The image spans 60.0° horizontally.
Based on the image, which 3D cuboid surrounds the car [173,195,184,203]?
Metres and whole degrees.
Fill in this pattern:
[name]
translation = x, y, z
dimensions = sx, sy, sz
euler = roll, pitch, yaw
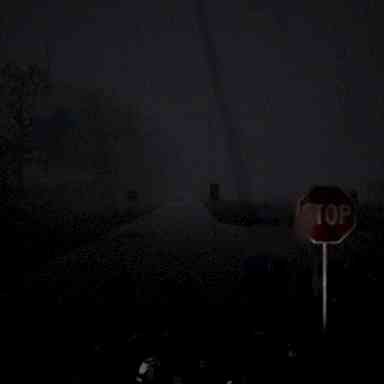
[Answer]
[car]
translation = -2.586, 1.373, 65.874
dimensions = 1.994, 1.385, 4.181
euler = 0, 0, 0
